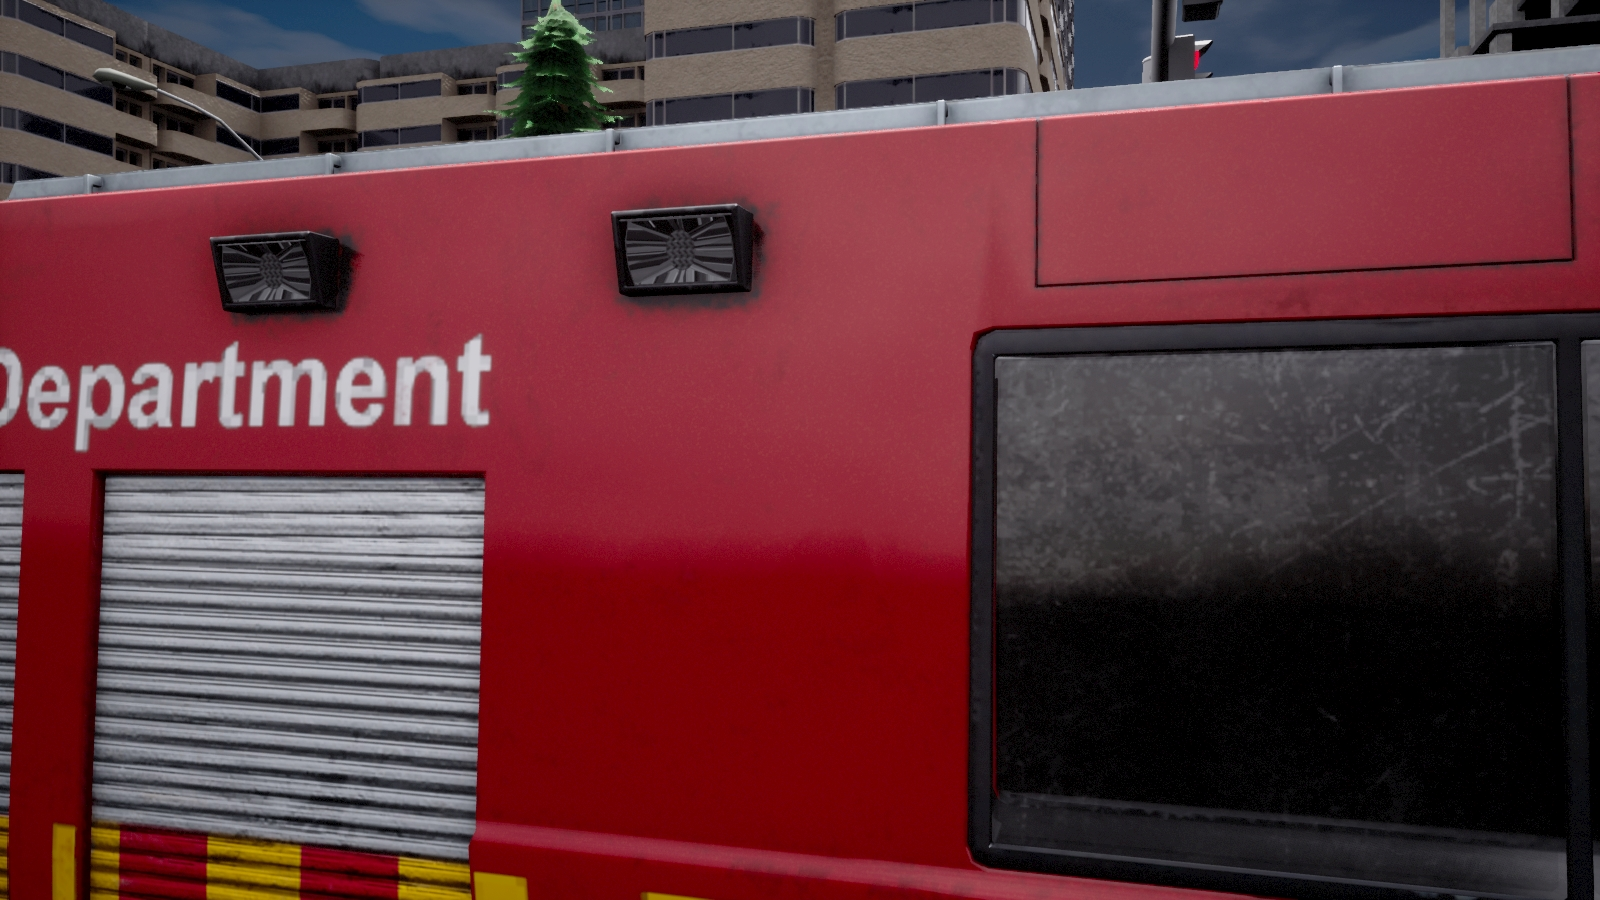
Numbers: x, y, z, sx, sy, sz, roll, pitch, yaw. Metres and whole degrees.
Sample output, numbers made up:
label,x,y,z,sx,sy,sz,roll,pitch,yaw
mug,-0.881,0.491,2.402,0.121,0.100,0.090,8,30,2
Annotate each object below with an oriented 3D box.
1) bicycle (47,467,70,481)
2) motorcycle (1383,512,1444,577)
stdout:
label,x,y,z,sx,sy,sz,roll,pitch,yaw
bicycle,-65.142,2.102,100.377,1.487,1.276,0.859,0,0,15
motorcycle,14.226,2.155,26.549,0.764,1.307,2.356,0,0,16
